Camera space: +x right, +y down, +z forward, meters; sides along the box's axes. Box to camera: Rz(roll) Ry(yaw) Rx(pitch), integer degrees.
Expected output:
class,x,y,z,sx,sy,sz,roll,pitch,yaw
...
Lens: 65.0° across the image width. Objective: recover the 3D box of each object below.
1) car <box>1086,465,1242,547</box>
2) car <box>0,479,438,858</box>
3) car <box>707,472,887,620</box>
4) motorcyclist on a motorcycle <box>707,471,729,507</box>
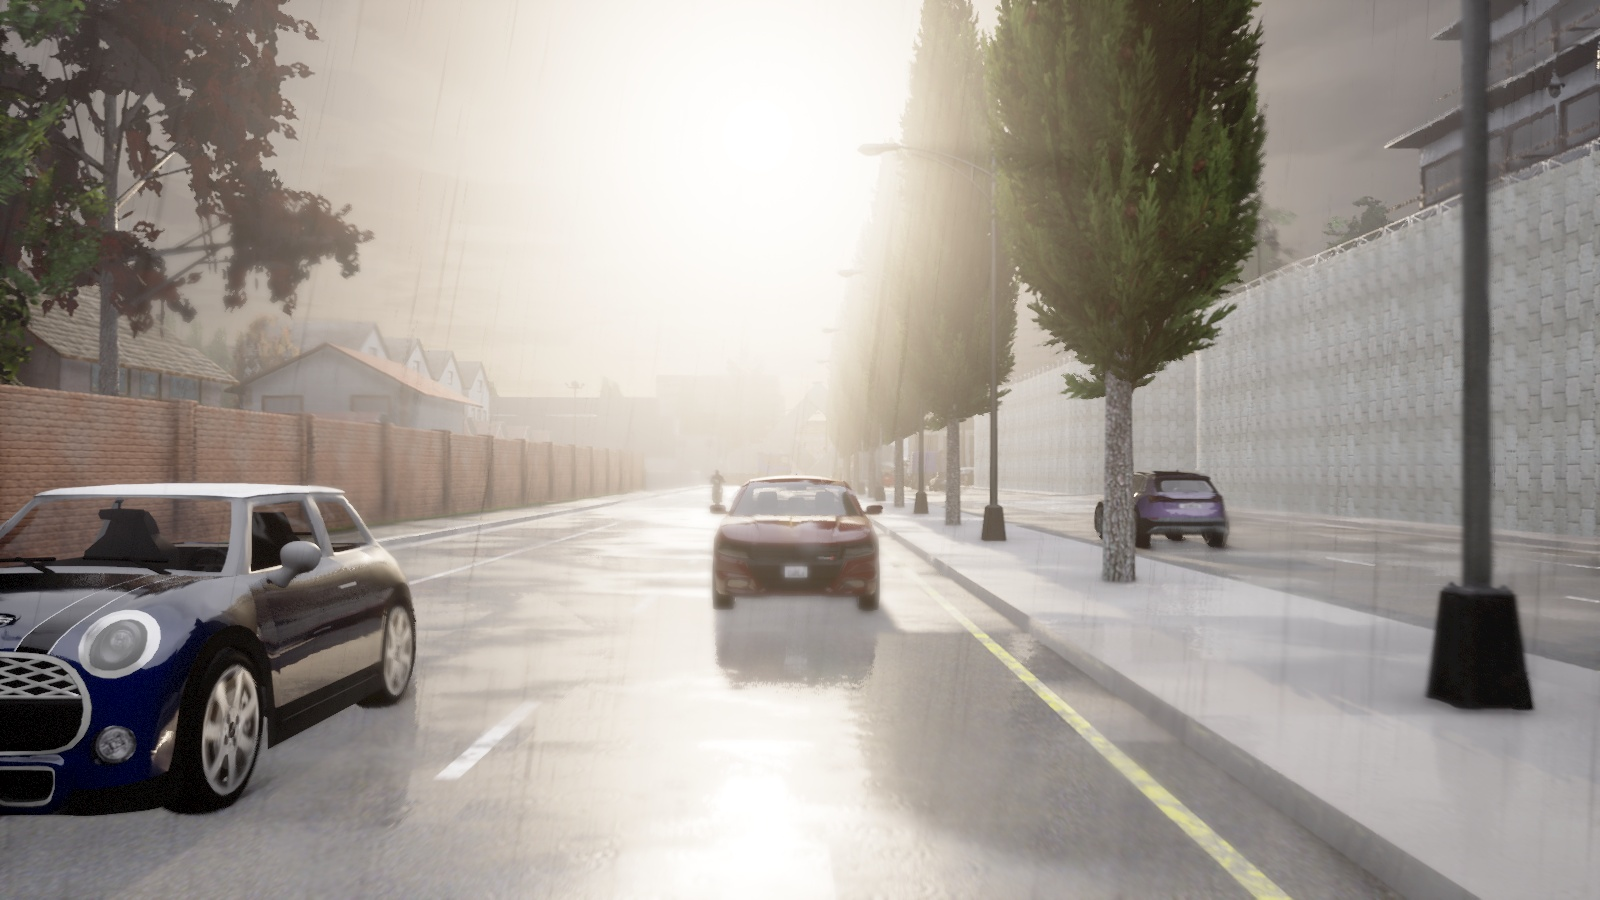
class,x,y,z,sx,sy,sz,roll,pitch,yaw
car,7.932,1.180,27.899,2.033,1.649,4.856,0,-1,0
car,-3.517,0.909,6.882,1.970,1.475,3.806,0,-1,0
car,-0.038,1.056,15.725,1.882,1.535,5.008,0,-1,0
motorcyclist on a motorcycle,-3.635,1.713,55.571,0.866,1.590,1.817,0,-1,0
